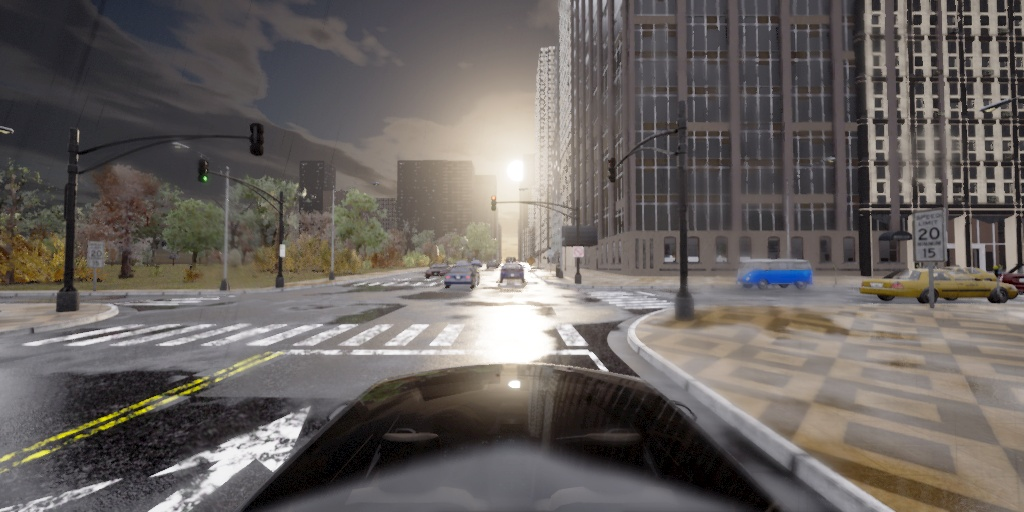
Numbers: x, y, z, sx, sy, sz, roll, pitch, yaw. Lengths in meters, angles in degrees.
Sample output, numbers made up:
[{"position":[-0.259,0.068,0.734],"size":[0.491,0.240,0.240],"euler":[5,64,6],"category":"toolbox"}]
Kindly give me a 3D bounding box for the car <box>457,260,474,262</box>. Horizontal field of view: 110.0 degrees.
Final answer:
[{"position":[-6.726,1.341,48.431],"size":[1.882,1.535,5.008],"euler":[0,0,0],"category":"car"}]

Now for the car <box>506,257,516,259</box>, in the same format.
[{"position":[-0.173,1.159,62.208],"size":[2.150,2.045,5.566],"euler":[0,0,0],"category":"car"}]

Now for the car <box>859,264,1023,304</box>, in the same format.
[{"position":[16.293,1.072,13.760],"size":[4.829,1.417,1.751],"euler":[0,0,-1],"category":"car"}]

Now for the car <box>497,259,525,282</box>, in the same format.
[{"position":[0.024,1.275,29.365],"size":[1.882,1.535,5.008],"euler":[0,0,0],"category":"car"}]

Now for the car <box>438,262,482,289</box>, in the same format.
[{"position":[-3.210,1.332,23.751],"size":[2.033,1.411,5.357],"euler":[0,0,0],"category":"car"}]

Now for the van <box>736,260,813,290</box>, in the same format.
[{"position":[15.889,1.118,21.777],"size":[3.998,1.789,1.690],"euler":[0,0,-1],"category":"van"}]

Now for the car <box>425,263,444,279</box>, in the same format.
[{"position":[-6.684,1.371,33.255],"size":[1.994,1.385,4.181],"euler":[0,0,0],"category":"car"}]

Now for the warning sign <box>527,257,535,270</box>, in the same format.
[{"position":[2.711,0.989,50.679],"size":[1.300,1.860,1.060],"euler":[0,0,0],"category":"warning sign"}]

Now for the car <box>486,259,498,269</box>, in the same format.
[{"position":[-3.424,1.431,62.552],"size":[2.128,1.511,4.902],"euler":[0,0,0],"category":"car"}]
